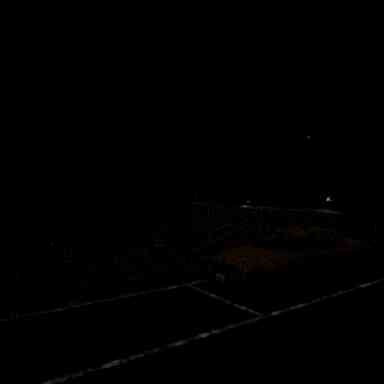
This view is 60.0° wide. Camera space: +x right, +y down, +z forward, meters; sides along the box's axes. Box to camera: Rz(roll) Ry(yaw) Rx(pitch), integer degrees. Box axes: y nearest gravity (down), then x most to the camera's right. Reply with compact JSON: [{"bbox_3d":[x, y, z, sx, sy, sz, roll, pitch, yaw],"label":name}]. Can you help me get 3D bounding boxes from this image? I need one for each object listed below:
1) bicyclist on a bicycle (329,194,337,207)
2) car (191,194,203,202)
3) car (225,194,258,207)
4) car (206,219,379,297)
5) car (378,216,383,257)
[{"bbox_3d":[16.587,1.012,39.024,1.656,1.620,0.582,0,0,-34],"label":"bicyclist on a bicycle"},{"bbox_3d":[-0.174,1.067,58.104,1.895,1.301,4.718,0,0,-34],"label":"car"},{"bbox_3d":[6.336,1.070,42.982,1.882,1.535,5.008,0,0,-34],"label":"car"},{"bbox_3d":[2.586,1.499,8.488,4.829,1.417,1.752,0,1,-35],"label":"car"},{"bbox_3d":[7.353,1.495,11.782,4.507,1.381,1.887,0,1,-35],"label":"car"}]
